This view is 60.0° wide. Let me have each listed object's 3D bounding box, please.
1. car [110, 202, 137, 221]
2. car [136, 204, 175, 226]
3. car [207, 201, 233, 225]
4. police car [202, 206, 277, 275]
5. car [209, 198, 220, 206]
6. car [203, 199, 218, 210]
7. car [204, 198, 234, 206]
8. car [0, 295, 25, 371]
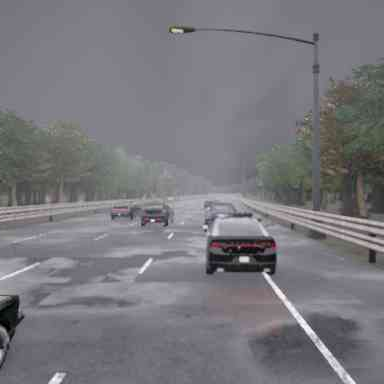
[{"bbox_3d":[-5.621,1.621,28.964,2.128,1.511,4.902,0,0,4],"label":"car"},{"bbox_3d":[-2.418,1.610,24.139,1.837,1.490,4.892,0,0,3],"label":"car"},{"bbox_3d":[2.177,1.568,26.594,1.801,1.575,5.366,0,0,4],"label":"car"},{"bbox_3d":[1.384,1.470,10.780,1.930,1.638,5.238,0,0,2],"label":"police car"},{"bbox_3d":[4.099,1.793,60.585,1.812,1.442,4.674,0,0,7],"label":"car"},{"bbox_3d":[2.688,1.708,46.762,1.837,1.490,4.892,0,0,6],"label":"car"},{"bbox_3d":[1.822,1.438,20.478,2.097,1.767,4.553,0,0,3],"label":"car"},{"bbox_3d":[-3.321,1.615,2.537,1.895,1.301,4.718,0,0,1],"label":"car"}]
